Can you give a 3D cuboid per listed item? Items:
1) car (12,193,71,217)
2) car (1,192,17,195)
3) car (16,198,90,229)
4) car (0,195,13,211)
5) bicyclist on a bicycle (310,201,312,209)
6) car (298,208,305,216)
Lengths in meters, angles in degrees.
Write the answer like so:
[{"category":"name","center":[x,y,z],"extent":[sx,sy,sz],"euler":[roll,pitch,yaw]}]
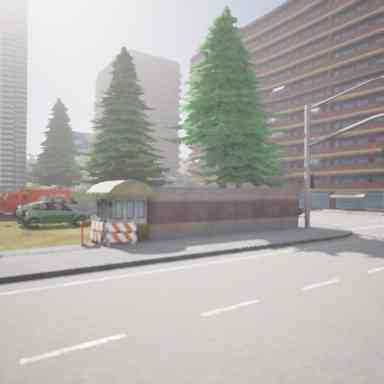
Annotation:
[{"category":"car","center":[-10.485,1.213,24.815],"extent":[4.605,1.855,1.932],"euler":[1,0,-35]},{"category":"car","center":[-26.803,1.236,45.923],"extent":[3.866,1.878,1.905],"euler":[1,0,-35]},{"category":"car","center":[-8.466,1.376,20.762],"extent":[3.988,1.617,1.851],"euler":[1,0,-35]},{"category":"car","center":[-25.527,1.422,43.399],"extent":[4.193,1.474,1.816],"euler":[1,0,-35]},{"category":"bicyclist on a bicycle","center":[16.162,1.647,46.220],"extent":[1.656,1.620,0.582],"euler":[0,0,-35]},{"category":"car","center":[9.396,1.859,34.973],"extent":[1.895,1.301,4.718],"euler":[1,0,-35]}]
